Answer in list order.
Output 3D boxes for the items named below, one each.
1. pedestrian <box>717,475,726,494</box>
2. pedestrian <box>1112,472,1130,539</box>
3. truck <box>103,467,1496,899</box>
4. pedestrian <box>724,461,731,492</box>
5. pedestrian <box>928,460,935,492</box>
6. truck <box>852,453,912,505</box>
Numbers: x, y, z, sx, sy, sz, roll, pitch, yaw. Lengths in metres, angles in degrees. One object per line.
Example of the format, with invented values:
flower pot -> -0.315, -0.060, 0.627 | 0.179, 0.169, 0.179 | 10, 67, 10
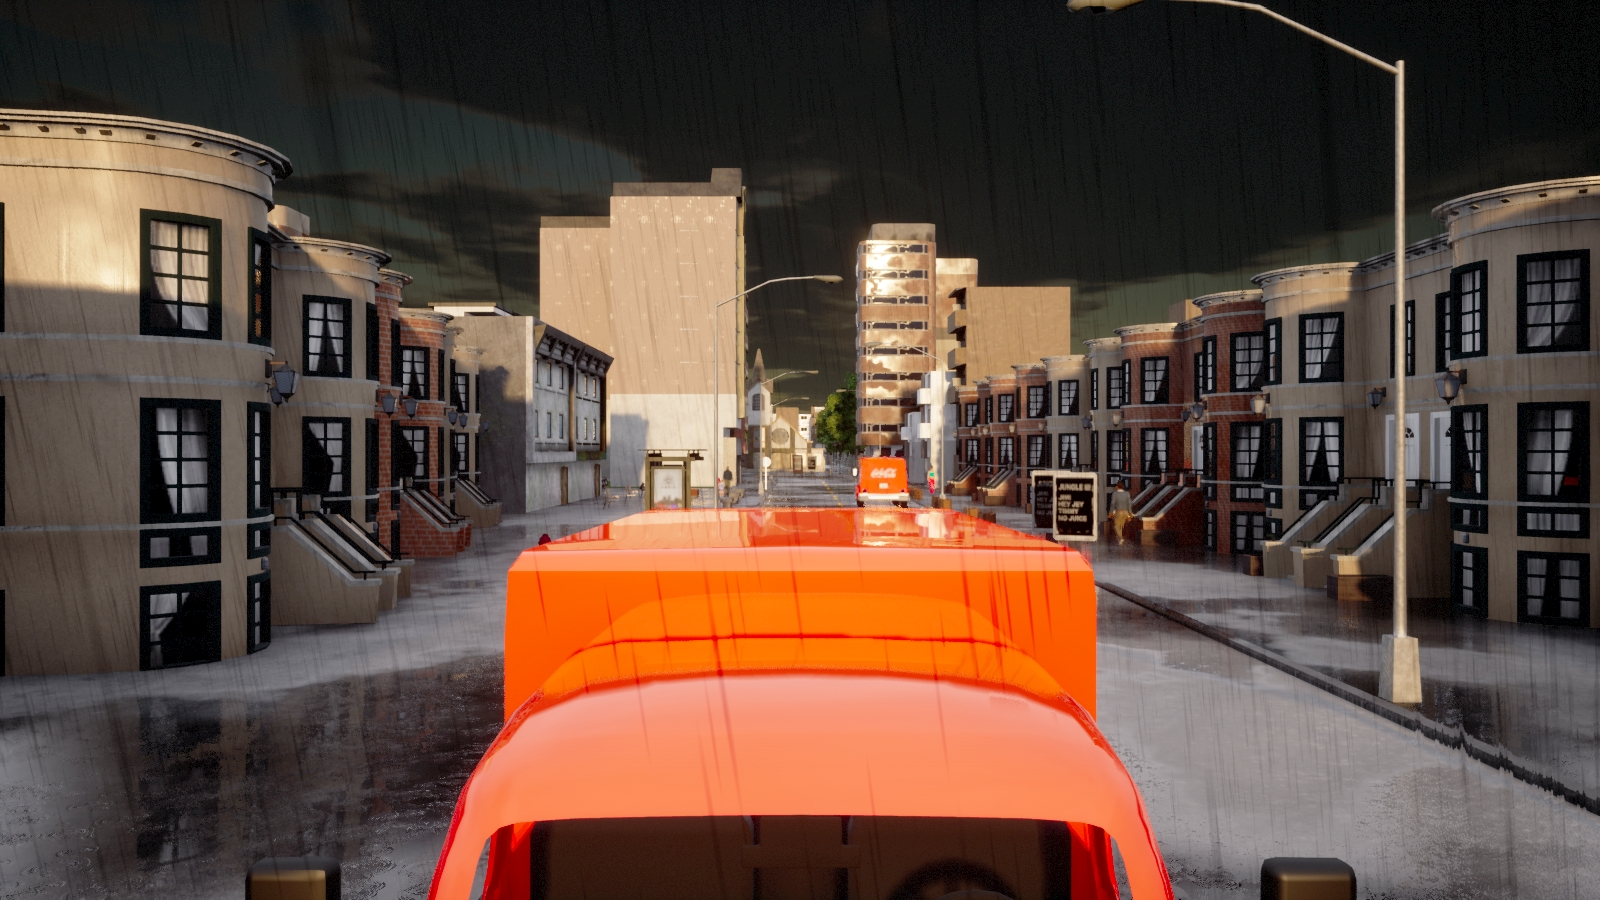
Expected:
pedestrian -> -4.390, 1.931, 64.007 | 0.500, 1.100, 0.500 | 0, 0, -7
pedestrian -> 8.999, 1.537, 32.001 | 0.375, 1.860, 0.375 | 0, 0, -7
truck -> -0.001, 1.348, 4.761 | 2.627, 2.467, 5.204 | 0, 0, 0
pedestrian -> -4.277, 1.551, 67.157 | 0.375, 1.860, 0.375 | 0, 0, 1
pedestrian -> 7.868, 1.551, 68.182 | 0.375, 1.860, 0.375 | 0, 0, 0
truck -> 4.003, 1.372, 57.067 | 2.627, 2.467, 5.204 | 0, 0, 0
